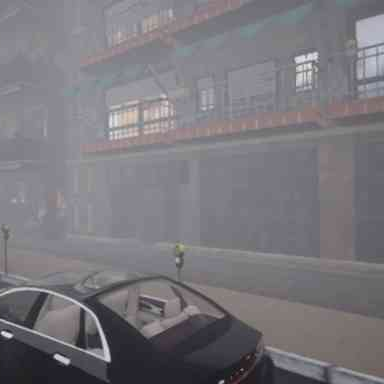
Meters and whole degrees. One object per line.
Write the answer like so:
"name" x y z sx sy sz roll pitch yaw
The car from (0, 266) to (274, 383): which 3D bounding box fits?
"car" -1.293 1.565 3.822 4.403 1.369 2.008 0 -1 36
